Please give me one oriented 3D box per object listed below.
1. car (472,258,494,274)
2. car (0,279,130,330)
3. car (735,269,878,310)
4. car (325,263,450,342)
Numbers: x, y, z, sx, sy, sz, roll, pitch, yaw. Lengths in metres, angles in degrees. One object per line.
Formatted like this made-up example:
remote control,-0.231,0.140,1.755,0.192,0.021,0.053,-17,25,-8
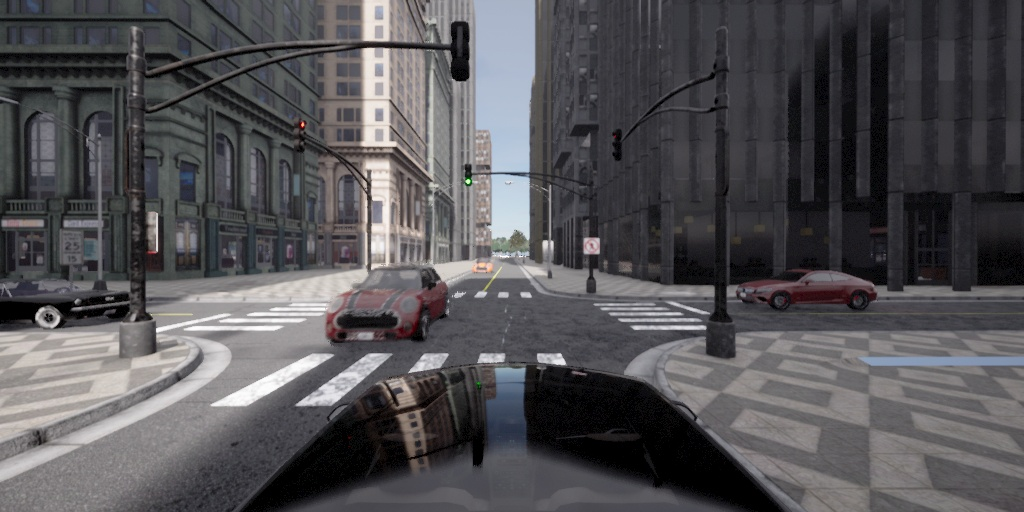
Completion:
car,-3.149,1.028,39.376,2.097,1.767,4.553,0,0,0
car,-13.950,1.328,10.441,4.718,1.301,1.895,0,0,-1
car,11.130,1.225,13.676,4.674,1.442,1.812,0,0,-1
car,-3.027,1.046,9.647,2.097,1.767,4.553,0,0,0
